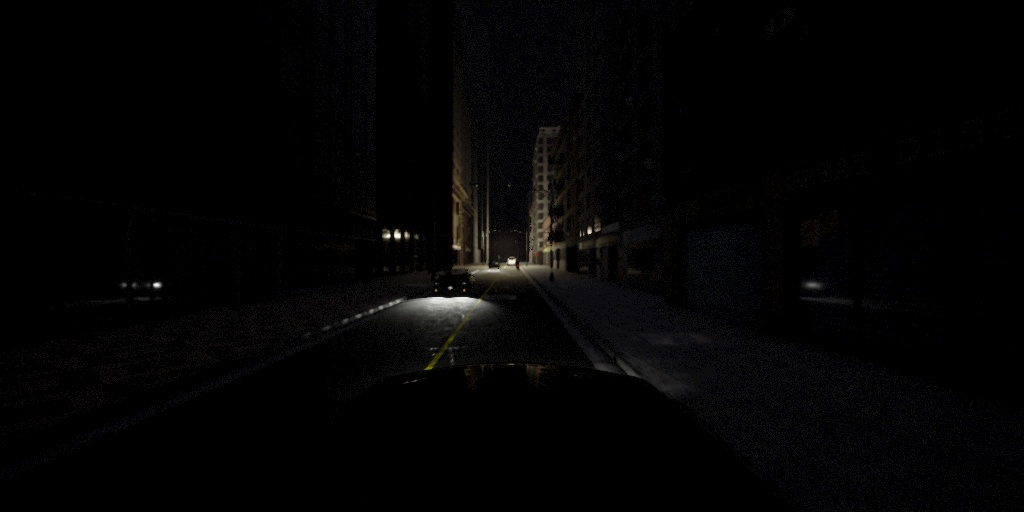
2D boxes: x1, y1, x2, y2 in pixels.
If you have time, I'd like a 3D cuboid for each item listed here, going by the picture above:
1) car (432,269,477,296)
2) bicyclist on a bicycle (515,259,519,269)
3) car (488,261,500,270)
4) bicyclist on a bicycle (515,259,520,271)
[{"bbox_3d":[-3.088,1.404,19.896,1.994,1.385,4.181,0,0,0],"label":"car"},{"bbox_3d":[0.858,1.401,63.200,0.659,1.776,1.843,0,0,0],"label":"bicyclist on a bicycle"},{"bbox_3d":[-3.012,1.513,60.483,2.128,1.511,4.902,0,0,1],"label":"car"},{"bbox_3d":[0.855,1.449,54.204,0.582,1.620,1.656,0,-1,0],"label":"bicyclist on a bicycle"}]
